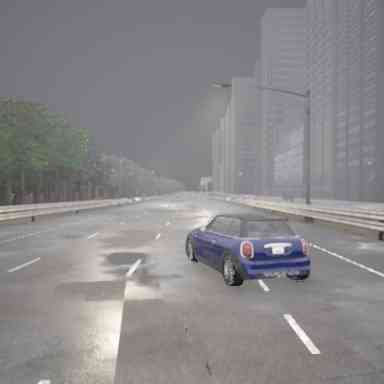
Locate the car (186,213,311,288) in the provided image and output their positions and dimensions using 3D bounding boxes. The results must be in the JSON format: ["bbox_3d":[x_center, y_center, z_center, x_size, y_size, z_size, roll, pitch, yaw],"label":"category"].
[{"bbox_3d":[1.362,1.397,9.780,2.097,1.767,4.553,0,-1,-18],"label":"car"}]
